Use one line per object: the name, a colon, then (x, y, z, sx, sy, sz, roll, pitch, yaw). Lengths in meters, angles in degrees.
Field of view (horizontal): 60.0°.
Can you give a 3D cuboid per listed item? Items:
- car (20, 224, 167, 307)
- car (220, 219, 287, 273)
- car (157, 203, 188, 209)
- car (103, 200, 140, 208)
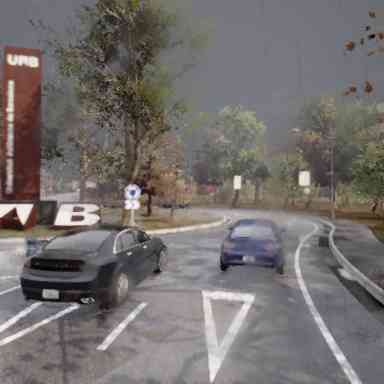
car: (-2.006, 1.541, 8.192, 1.837, 1.490, 4.892, 0, 0, 11)
car: (2.106, 1.613, 10.994, 1.812, 1.442, 4.674, 0, 0, 15)
car: (-2.944, 1.965, 51.056, 4.718, 1.301, 1.895, 0, -1, 29)
car: (-10.598, 1.848, 50.386, 5.357, 1.411, 2.033, 0, 0, 8)
